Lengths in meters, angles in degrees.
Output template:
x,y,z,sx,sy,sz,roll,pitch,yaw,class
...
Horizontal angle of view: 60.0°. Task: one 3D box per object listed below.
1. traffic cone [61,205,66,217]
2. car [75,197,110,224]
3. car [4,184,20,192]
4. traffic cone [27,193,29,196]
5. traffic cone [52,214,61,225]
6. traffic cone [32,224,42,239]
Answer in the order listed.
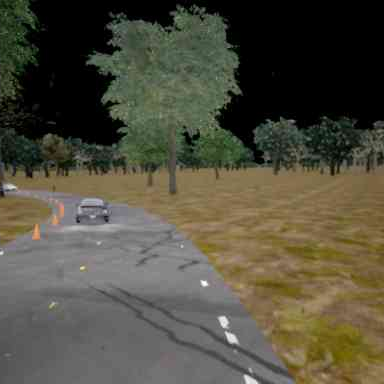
x,y,z,sx,sy,sz,roll,pitch,yaw,class
-9.191,1.435,23.540,0.340,0.580,0.340,-1,2,-19,traffic cone
-6.172,1.053,20.705,1.812,1.442,4.674,-1,2,-17,car
-35.301,-0.821,64.418,4.674,1.442,1.812,2,5,38,car
-26.017,0.286,52.726,0.340,0.580,0.340,-4,5,-41,traffic cone
-7.775,1.559,18.904,0.340,0.580,0.340,-1,2,-15,traffic cone
-6.624,1.671,14.195,0.340,0.580,0.340,-1,1,-12,traffic cone
